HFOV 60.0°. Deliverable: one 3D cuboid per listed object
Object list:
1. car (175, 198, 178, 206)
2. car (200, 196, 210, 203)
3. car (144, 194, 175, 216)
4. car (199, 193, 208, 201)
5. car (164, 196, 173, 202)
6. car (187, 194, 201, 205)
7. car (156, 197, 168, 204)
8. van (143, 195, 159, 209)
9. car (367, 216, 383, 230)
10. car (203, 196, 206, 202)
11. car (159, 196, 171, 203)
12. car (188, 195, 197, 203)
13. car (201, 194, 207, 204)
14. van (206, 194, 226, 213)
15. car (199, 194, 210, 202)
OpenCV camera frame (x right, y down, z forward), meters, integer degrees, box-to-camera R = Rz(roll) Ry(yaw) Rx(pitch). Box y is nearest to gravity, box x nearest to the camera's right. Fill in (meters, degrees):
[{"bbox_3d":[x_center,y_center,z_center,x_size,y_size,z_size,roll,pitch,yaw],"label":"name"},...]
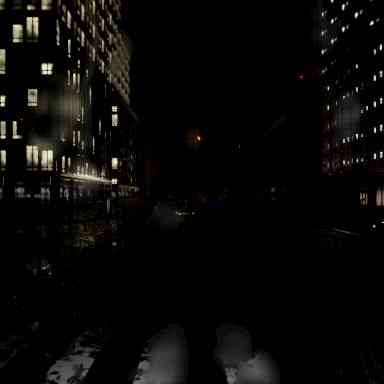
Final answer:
[{"bbox_3d":[-3.155,1.525,43.306,1.812,1.442,4.674,0,0,0],"label":"car"},{"bbox_3d":[2.754,1.542,69.069,1.887,1.381,4.507,0,0,0],"label":"car"},{"bbox_3d":[-3.200,1.222,33.527,2.150,2.045,5.566,0,0,0],"label":"car"},{"bbox_3d":[2.833,1.309,85.687,2.192,1.841,5.009,0,0,0],"label":"car"},{"bbox_3d":[-5.574,1.577,80.186,1.802,1.307,4.206,0,0,0],"label":"car"},{"bbox_3d":[0.103,1.477,56.788,1.882,1.535,5.008,0,0,0],"label":"car"},{"bbox_3d":[-5.652,1.564,63.568,1.947,1.339,4.313,0,0,0],"label":"car"},{"bbox_3d":[-5.727,1.340,46.951,1.690,1.788,3.998,0,0,0],"label":"van"},{"bbox_3d":[13.589,1.680,19.999,5.357,1.411,2.033,0,0,-1],"label":"car"},{"bbox_3d":[2.650,1.544,41.376,1.887,1.381,4.507,0,0,0],"label":"car"},{"bbox_3d":[-5.626,1.548,69.107,2.008,1.369,4.403,0,0,0],"label":"car"},{"bbox_3d":[0.098,1.498,73.110,1.837,1.490,4.892,0,0,0],"label":"car"},{"bbox_3d":[2.730,1.313,63.530,2.192,1.841,5.009,0,0,0],"label":"car"},{"bbox_3d":[2.715,1.341,35.837,1.690,1.788,3.998,0,0,0],"label":"van"},{"bbox_3d":[2.781,1.311,74.609,2.192,1.841,5.009,0,0,0],"label":"car"}]
